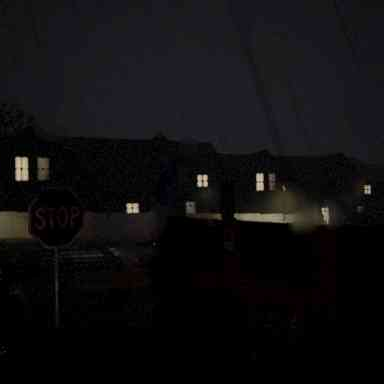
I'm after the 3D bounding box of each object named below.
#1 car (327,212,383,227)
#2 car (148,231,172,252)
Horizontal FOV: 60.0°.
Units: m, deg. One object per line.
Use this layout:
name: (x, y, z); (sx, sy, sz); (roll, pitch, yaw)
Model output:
car: (11.551, 2.386, 22.283); (5.566, 2.045, 2.150); (2, -3, -22)
car: (0.125, 2.353, 17.576); (4.718, 1.301, 1.895); (2, -2, -22)
